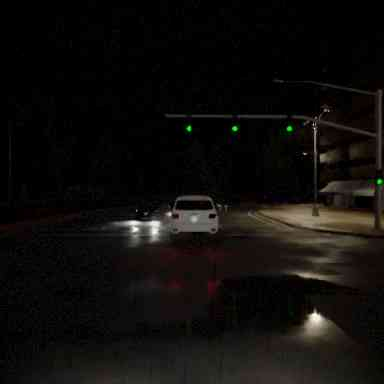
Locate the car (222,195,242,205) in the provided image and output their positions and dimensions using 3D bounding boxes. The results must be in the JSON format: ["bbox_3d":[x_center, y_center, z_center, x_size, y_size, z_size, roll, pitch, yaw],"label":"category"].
[{"bbox_3d":[6.404,1.297,54.715,2.128,1.511,4.902,0,0,38],"label":"car"}]

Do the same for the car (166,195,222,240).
[{"bbox_3d":[0.094,1.169,16.761,2.150,2.045,5.566,0,1,0],"label":"car"}]

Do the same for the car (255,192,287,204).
[{"bbox_3d":[13.098,1.021,56.450,5.566,2.045,2.150,0,0,-41],"label":"car"}]

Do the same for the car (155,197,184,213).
[{"bbox_3d":[-2.407,1.373,36.561,1.837,1.490,4.892,0,0,13],"label":"car"}]

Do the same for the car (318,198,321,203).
[{"bbox_3d":[21.866,1.306,61.966,4.674,1.442,1.812,0,0,-22],"label":"car"}]

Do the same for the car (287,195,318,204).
[{"bbox_3d":[18.226,1.349,55.942,5.357,1.411,2.033,0,0,-34],"label":"car"}]

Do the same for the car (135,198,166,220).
[{"bbox_3d":[-3.346,1.405,27.324,1.837,1.490,4.892,0,0,3],"label":"car"}]

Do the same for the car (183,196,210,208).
[{"bbox_3d":[0.684,1.313,46.086,1.882,1.535,5.008,0,0,23],"label":"car"}]
